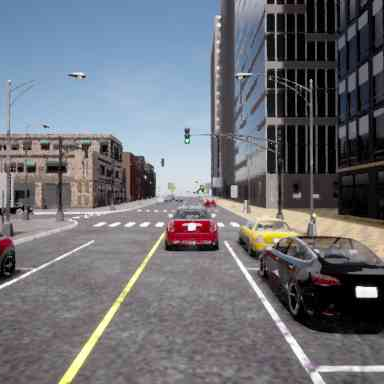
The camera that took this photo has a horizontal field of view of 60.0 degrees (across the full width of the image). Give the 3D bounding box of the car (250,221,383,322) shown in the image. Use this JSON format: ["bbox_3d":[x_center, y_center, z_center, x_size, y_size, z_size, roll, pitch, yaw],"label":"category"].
[{"bbox_3d":[2.668,1.566,7.160,1.947,1.339,4.313,1,0,0],"label":"car"}]

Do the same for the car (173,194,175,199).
[{"bbox_3d":[-5.679,1.594,78.438,1.947,1.339,4.313,1,0,0],"label":"car"}]

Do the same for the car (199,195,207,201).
[{"bbox_3d":[2.702,1.556,84.131,1.752,1.417,4.829,1,0,0],"label":"car"}]

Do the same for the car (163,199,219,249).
[{"bbox_3d":[0.000,1.369,14.622,2.097,1.767,4.553,0,0,0],"label":"car"}]

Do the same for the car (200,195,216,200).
[{"bbox_3d":[2.703,1.456,50.752,1.967,1.590,4.097,1,0,0],"label":"car"}]

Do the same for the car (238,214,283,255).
[{"bbox_3d":[2.839,1.527,12.974,1.752,1.417,4.829,1,0,0],"label":"car"}]

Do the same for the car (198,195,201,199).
[{"bbox_3d":[2.702,1.553,78.597,1.752,1.417,4.829,1,0,0],"label":"car"}]

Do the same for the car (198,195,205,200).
[{"bbox_3d":[2.701,1.580,95.031,1.887,1.381,4.507,1,0,0],"label":"car"}]

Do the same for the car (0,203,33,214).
[{"bbox_3d":[-19.418,1.811,35.880,4.313,1.339,1.947,-1,0,1],"label":"car"}]

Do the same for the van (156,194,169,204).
[{"bbox_3d":[-5.676,1.362,61.835,1.690,1.788,3.998,1,0,0],"label":"van"}]

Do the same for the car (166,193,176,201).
[{"bbox_3d":[-5.675,1.348,89.507,2.192,1.841,5.009,1,0,0],"label":"car"}]

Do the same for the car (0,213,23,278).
[{"bbox_3d":[-5.677,1.440,7.215,1.967,1.590,4.097,1,0,0],"label":"car"}]

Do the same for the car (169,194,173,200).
[{"bbox_3d":[-5.679,1.607,72.904,1.802,1.307,4.206,1,0,0],"label":"car"}]

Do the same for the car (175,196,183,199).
[{"bbox_3d":[-3.000,1.561,78.774,2.033,1.411,5.357,0,0,0],"label":"car"}]
